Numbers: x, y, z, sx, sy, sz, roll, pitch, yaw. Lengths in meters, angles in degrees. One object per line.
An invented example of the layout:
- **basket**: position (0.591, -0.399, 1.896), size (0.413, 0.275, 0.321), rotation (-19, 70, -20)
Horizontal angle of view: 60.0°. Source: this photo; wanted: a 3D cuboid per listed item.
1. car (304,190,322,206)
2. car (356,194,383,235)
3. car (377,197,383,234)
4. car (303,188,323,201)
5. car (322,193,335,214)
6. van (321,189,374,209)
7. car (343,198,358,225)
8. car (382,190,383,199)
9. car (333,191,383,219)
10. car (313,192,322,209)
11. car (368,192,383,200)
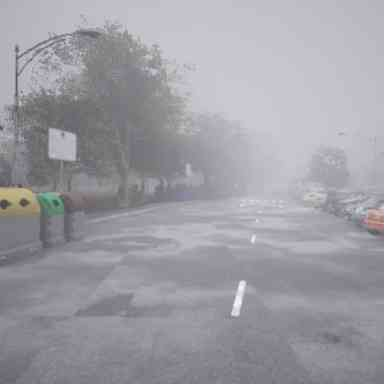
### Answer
- **car**: position (14.238, 0.992, 32.618), size (5.366, 1.575, 1.946), rotation (2, 2, -7)
- **car**: position (10.392, 1.206, 15.071), size (4.553, 1.767, 2.185), rotation (2, 1, -7)
- **car**: position (9.721, 1.263, 12.146), size (4.553, 1.767, 2.185), rotation (2, 1, -7)
- **car**: position (15.776, 0.641, 38.512), size (5.566, 2.045, 2.435), rotation (2, 1, -7)
- **car**: position (12.423, 1.166, 23.860), size (5.008, 1.535, 2.097), rotation (2, 1, -7)
- **van**: position (13.220, 0.890, 26.797), size (4.442, 1.987, 1.878), rotation (2, 1, -7)
- **car**: position (11.092, 1.317, 18.000), size (4.674, 1.452, 2.002), rotation (2, 2, -7)
- **car**: position (41.226, 0.578, 66.719), size (2.435, 2.045, 5.566), rotation (1, 1, -9)
- **car**: position (11.799, 1.097, 20.921), size (4.553, 1.767, 2.185), rotation (2, 2, -7)
- **car**: position (13.764, 1.097, 29.711), size (4.674, 1.452, 2.002), rotation (2, 2, -7)
- **car**: position (38.254, 0.773, 67.313), size (2.163, 1.488, 4.792), rotation (1, 1, -9)
